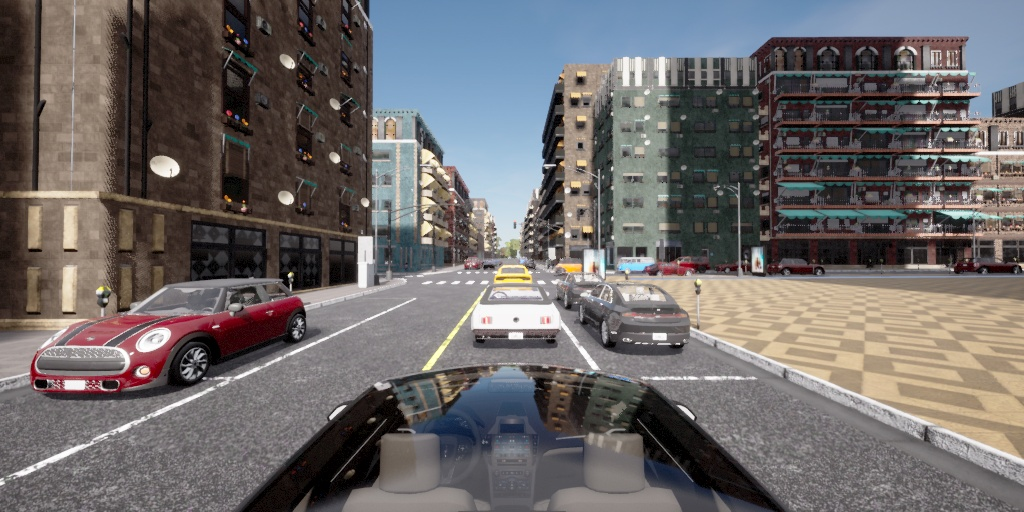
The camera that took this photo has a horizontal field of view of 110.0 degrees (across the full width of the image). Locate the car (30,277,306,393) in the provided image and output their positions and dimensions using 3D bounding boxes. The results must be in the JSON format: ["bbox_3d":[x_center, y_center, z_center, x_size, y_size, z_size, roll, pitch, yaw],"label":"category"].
[{"bbox_3d":[-5.830,1.191,6.765,1.967,1.591,4.097,0,0,0],"label":"car"}]

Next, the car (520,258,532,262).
[{"bbox_3d":[2.580,1.334,52.782,1.948,1.339,4.313,0,0,0],"label":"car"}]

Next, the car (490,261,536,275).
[{"bbox_3d":[0.055,1.233,19.056,1.882,1.535,5.008,0,0,0],"label":"car"}]

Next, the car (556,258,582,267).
[{"bbox_3d":[6.473,1.035,34.423,4.553,1.767,2.097,-1,-1,16],"label":"car"}]

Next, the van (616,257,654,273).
[{"bbox_3d":[13.688,1.046,39.620,3.998,1.789,1.690,0,0,0],"label":"van"}]

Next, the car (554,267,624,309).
[{"bbox_3d":[2.793,1.304,14.590,2.007,1.370,4.403,0,0,0],"label":"car"}]

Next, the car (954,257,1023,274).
[{"bbox_3d":[41.281,0.811,31.102,4.097,1.591,1.967,0,0,0],"label":"car"}]

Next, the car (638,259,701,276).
[{"bbox_3d":[13.644,1.163,31.240,4.207,1.307,1.802,0,0,0],"label":"car"}]

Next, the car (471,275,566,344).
[{"bbox_3d":[0.082,1.353,9.603,1.895,1.301,4.718,0,0,0],"label":"car"}]

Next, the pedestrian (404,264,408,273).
[{"bbox_3d":[-12.618,1.097,42.714,0.375,1.860,0.375,0,0,0],"label":"pedestrian"}]

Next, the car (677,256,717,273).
[{"bbox_3d":[19.215,0.977,39.593,5.009,1.841,2.192,0,0,0],"label":"car"}]

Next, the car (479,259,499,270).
[{"bbox_3d":[-3.205,1.369,51.192,1.895,1.301,4.718,0,0,0],"label":"car"}]

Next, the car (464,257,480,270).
[{"bbox_3d":[-5.800,1.083,52.804,2.192,1.841,5.009,0,0,0],"label":"car"}]

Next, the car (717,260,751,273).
[{"bbox_3d":[24.743,1.165,39.565,4.507,1.381,1.888,0,0,0],"label":"car"}]

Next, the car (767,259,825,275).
[{"bbox_3d":[24.699,0.935,31.185,4.097,1.591,1.967,0,0,0],"label":"car"}]

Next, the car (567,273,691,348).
[{"bbox_3d":[2.805,1.303,9.020,2.007,1.370,4.403,0,0,0],"label":"car"}]
